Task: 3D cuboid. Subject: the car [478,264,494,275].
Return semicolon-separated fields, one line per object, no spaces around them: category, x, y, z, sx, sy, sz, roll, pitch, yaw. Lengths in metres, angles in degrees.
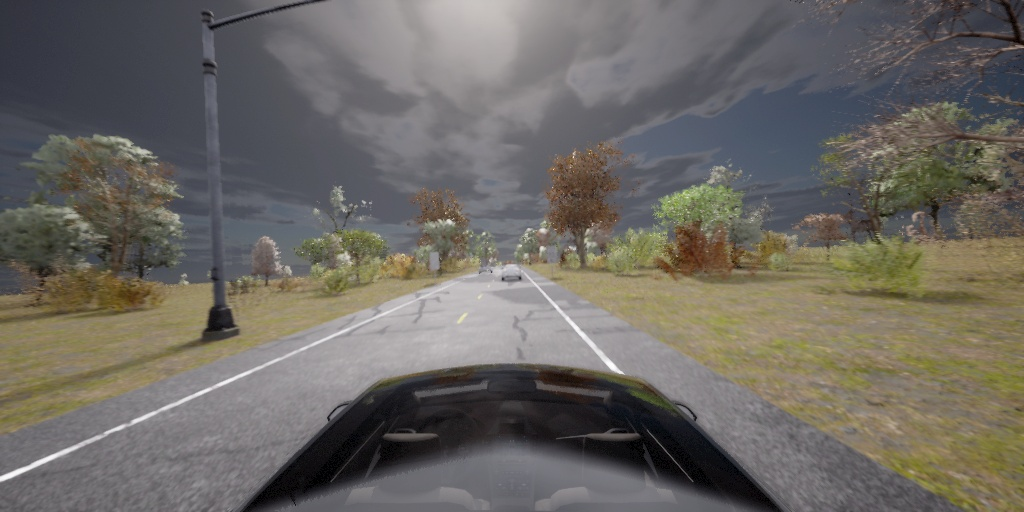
car;-3.576;1.740;49.511;1.895;1.301;4.718;-3;-1;0

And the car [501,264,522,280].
car;-0.038;1.544;34.976;1.812;1.442;4.674;-3;-1;0
